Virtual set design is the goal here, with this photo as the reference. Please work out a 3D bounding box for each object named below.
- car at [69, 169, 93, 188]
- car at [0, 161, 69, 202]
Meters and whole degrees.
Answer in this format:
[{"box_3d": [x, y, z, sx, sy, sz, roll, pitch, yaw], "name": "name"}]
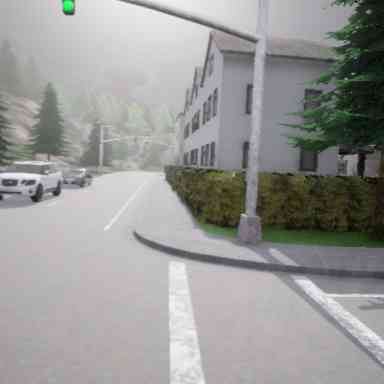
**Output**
[{"box_3d": [-9.820, -1.250, 28.559, 2.128, 1.511, 4.902, 2, 5, -5], "name": "car"}, {"box_3d": [-8.859, -0.682, 18.386, 2.150, 2.045, 5.566, 2, 4, -5], "name": "car"}]
